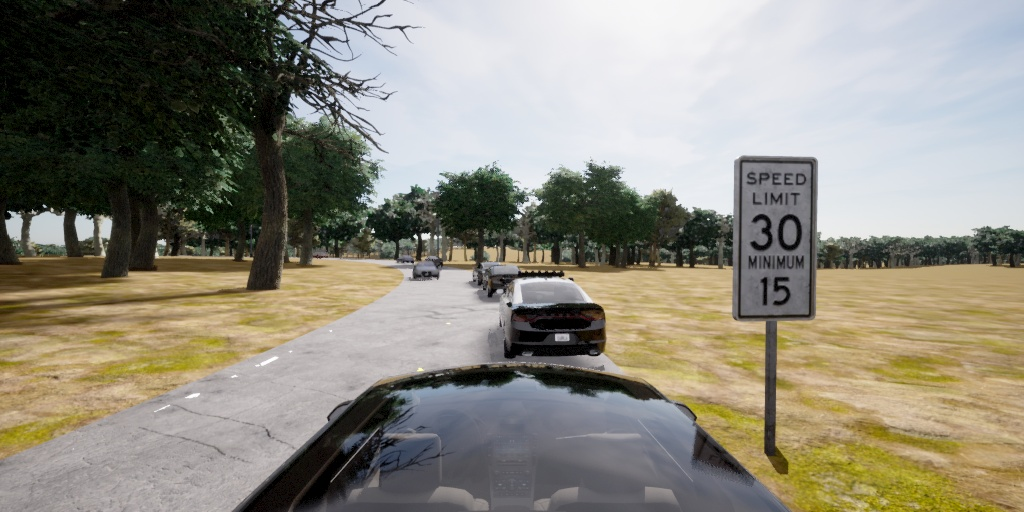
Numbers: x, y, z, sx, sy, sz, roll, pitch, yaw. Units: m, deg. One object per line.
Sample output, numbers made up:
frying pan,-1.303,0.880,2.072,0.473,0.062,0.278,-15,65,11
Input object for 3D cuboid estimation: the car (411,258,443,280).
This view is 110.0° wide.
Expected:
car,-6.877,1.151,28.731,1.994,1.385,4.181,0,1,-15

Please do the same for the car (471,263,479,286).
car,-1.615,1.143,24.689,1.837,1.490,4.892,0,1,-12

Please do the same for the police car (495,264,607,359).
police car,0.675,1.167,8.627,1.930,1.638,5.238,0,0,-4

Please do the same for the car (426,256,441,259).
car,-10.589,0.703,47.799,1.882,1.535,5.008,0,1,-25

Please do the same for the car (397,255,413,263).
car,-18.437,0.514,61.886,1.994,1.385,4.181,-1,1,-35

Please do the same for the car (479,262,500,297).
car,-0.473,1.174,18.666,1.882,1.535,5.008,0,1,-9
